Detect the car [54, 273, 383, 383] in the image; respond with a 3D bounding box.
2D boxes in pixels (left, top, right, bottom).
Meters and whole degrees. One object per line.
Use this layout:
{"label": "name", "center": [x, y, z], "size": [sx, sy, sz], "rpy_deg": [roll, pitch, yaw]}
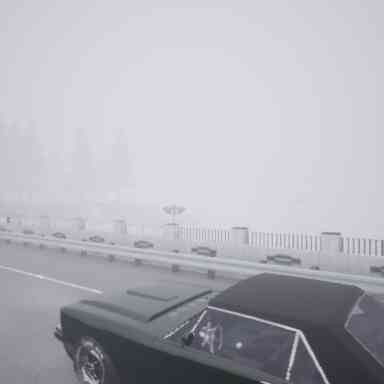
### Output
{"label": "car", "center": [0.649, 1.600, 3.506], "size": [4.718, 1.301, 1.895], "rpy_deg": [0, 0, 35]}
